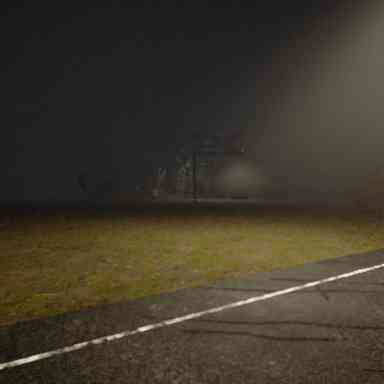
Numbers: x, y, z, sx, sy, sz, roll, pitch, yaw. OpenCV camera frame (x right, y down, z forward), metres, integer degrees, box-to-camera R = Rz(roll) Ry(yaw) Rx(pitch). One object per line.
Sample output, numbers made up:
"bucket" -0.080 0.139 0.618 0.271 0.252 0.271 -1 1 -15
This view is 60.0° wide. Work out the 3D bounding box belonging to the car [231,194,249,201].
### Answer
"car" 10.815 1.206 74.893 1.994 1.385 4.181 0 0 -34
